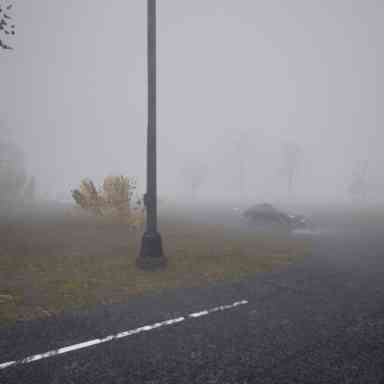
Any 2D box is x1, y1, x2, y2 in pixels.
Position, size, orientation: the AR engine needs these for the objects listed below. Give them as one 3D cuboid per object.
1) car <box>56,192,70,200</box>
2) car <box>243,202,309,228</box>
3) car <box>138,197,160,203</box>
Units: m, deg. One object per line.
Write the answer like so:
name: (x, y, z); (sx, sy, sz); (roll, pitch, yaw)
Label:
car: (-25.667, 0.776, 65.885); (2.128, 1.511, 4.902); (-1, 1, -34)
car: (5.319, 1.419, 21.752); (1.812, 1.442, 4.674); (-1, 1, -35)
car: (-6.815, 1.045, 51.109); (1.895, 1.301, 4.718); (-1, 1, -35)
